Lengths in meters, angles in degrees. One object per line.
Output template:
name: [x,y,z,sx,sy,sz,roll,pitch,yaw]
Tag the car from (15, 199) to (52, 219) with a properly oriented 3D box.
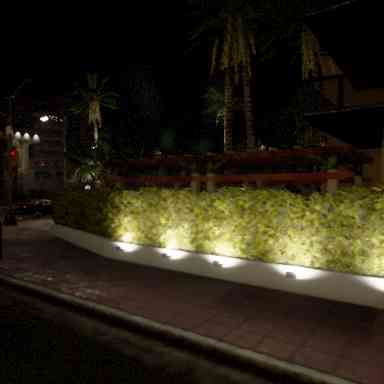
car: [-11.831,1.341,27.305,2.128,1.511,4.902,0,0,37]
